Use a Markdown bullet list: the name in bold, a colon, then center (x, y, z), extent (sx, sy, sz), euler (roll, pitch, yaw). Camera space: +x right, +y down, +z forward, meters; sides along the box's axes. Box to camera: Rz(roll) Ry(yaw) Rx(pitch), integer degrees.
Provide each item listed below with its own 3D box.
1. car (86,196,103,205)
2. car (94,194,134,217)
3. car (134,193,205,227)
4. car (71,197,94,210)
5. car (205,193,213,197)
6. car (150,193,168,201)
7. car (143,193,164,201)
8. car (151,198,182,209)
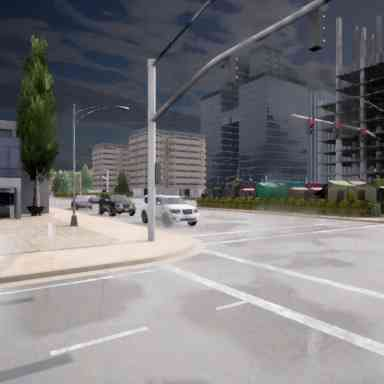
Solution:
- **car**: center (-18.287, 1.564, 62.235), extent (1.994, 1.385, 4.181), euler (0, 0, -33)
- **car**: center (-7.243, 1.221, 31.681), extent (2.150, 2.045, 5.566), euler (0, 0, -33)
- **car**: center (-1.713, 1.222, 23.059), extent (2.150, 2.045, 5.566), euler (0, 0, -33)
- **car**: center (-14.061, 1.526, 42.339), extent (1.812, 1.442, 4.674), euler (0, 0, -32)
- **car**: center (3.240, 1.156, 62.439), extent (3.866, 1.878, 1.905), euler (0, 0, -34)
- **car**: center (-7.805, 1.156, 78.660), extent (3.866, 1.878, 1.905), euler (0, 0, -34)
- **car**: center (-9.384, 1.153, 81.086), extent (4.605, 1.855, 1.932), euler (0, 0, -34)
- **car**: center (-3.598, 1.547, 45.818), extent (2.033, 1.411, 5.357), euler (0, 0, -33)
